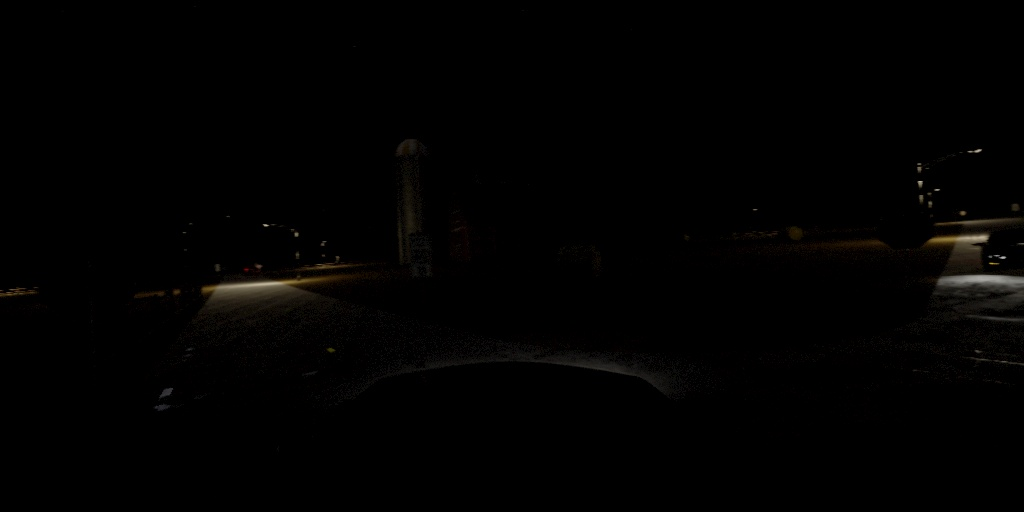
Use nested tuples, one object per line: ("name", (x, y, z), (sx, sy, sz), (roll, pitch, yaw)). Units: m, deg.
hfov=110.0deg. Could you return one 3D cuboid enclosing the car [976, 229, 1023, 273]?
("car", (18.846, -0.233, 13.264), (4.892, 1.490, 1.837), (-6, 1, -38))
